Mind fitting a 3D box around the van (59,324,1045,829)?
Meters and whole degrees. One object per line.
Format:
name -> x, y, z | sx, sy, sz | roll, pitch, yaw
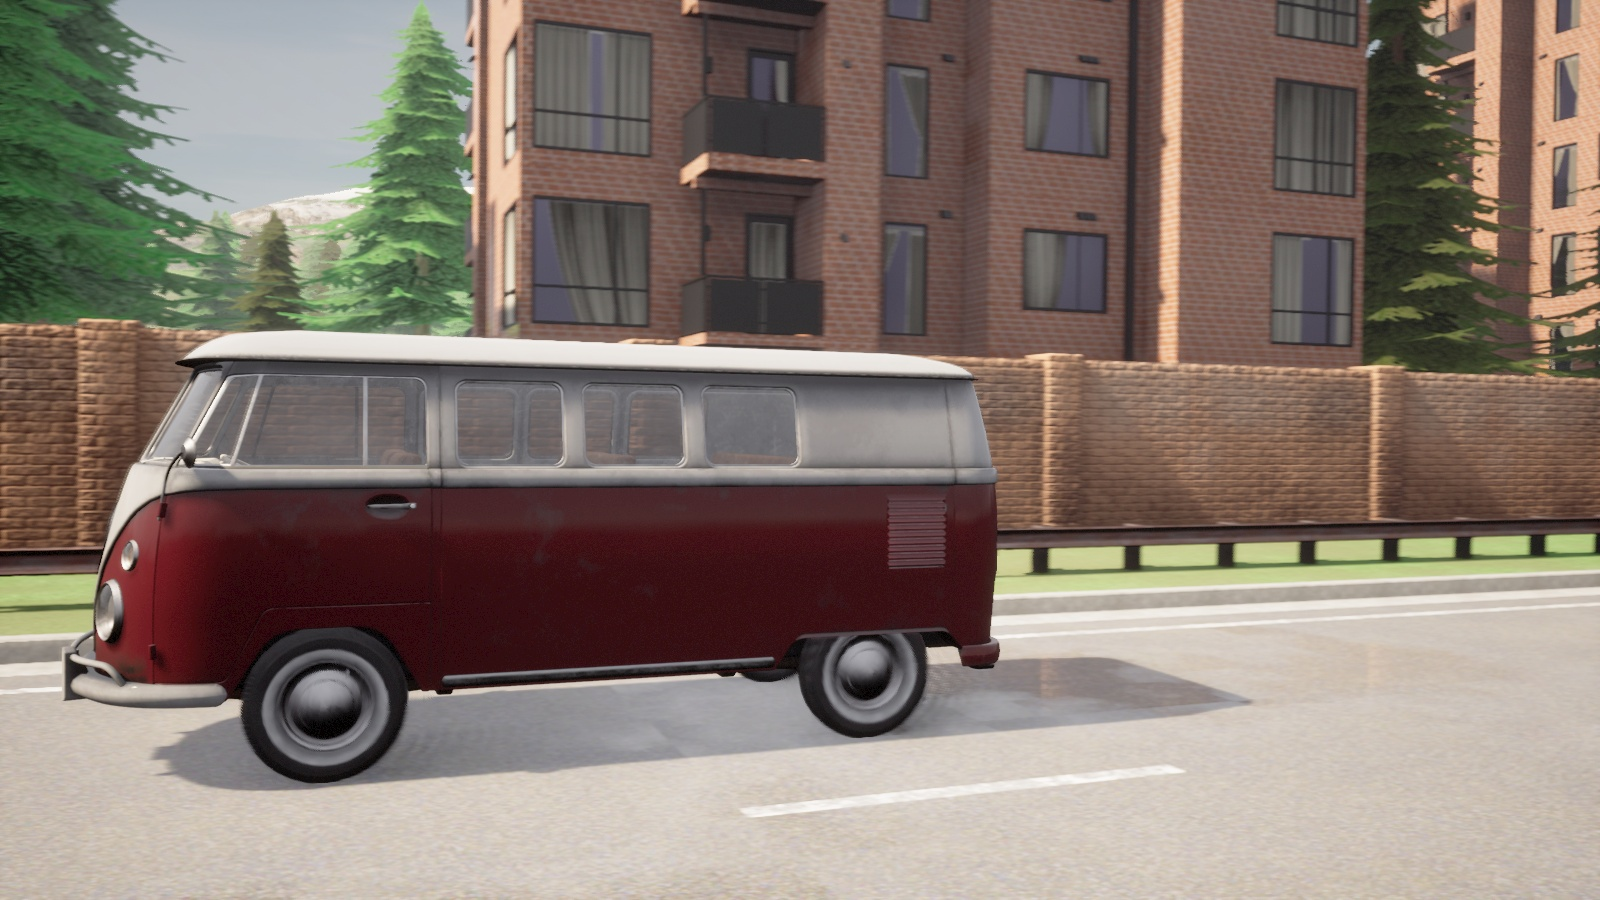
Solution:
van -> -1.129, 0.456, 6.551 | 4.442, 1.987, 1.775 | -1, 1, -21
